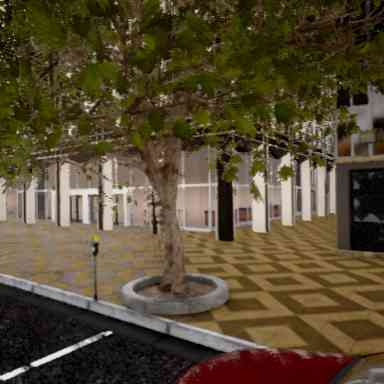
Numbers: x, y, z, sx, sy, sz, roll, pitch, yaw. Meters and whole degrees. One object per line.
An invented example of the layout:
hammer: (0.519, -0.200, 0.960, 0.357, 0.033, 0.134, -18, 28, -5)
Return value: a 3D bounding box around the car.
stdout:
car: (1.637, 1.578, 1.717, 4.206, 1.307, 1.802, -1, -1, 35)
